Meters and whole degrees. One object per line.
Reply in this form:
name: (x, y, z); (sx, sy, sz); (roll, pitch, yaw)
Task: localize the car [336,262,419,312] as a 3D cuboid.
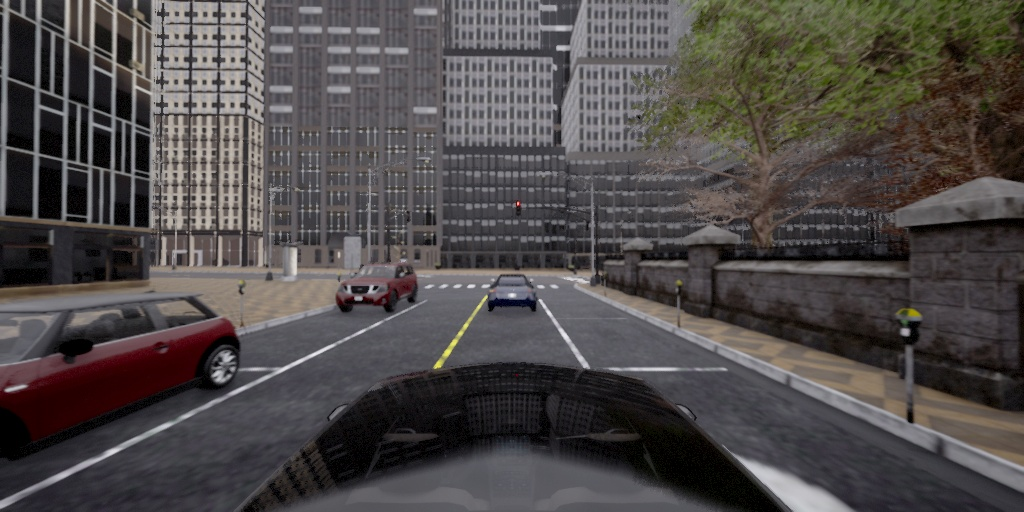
car: (-5.387, 1.197, 15.087); (2.192, 1.841, 5.009); (0, 0, 0)

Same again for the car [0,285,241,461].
car: (-5.315, 1.213, 4.001); (1.967, 1.591, 4.097); (0, 0, 0)

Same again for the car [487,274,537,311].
car: (0.014, 1.450, 15.369); (1.994, 1.385, 4.181); (0, 0, 0)
